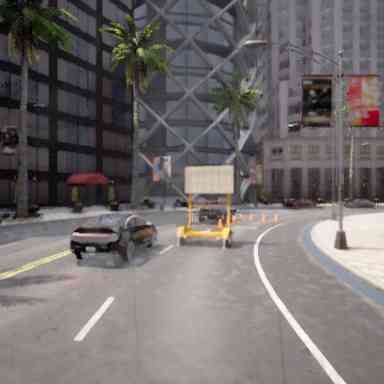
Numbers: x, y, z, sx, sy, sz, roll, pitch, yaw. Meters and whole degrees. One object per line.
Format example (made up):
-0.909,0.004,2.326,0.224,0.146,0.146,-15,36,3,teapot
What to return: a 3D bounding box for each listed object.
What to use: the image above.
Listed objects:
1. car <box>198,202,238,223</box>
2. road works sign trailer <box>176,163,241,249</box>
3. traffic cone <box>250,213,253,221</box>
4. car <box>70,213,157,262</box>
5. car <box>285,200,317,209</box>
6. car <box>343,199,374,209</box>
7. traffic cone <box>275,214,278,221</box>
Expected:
2.155,1.598,26.598,1.837,1.490,4.892,0,0,28,car
0.824,0.517,15.091,2.380,3.560,2.880,0,0,20,road works sign trailer
4.915,2.050,27.435,0.340,0.580,0.340,0,0,20,traffic cone
-2.675,1.533,12.443,2.128,1.511,4.902,0,0,9,car
16.036,1.770,49.107,4.718,1.301,1.895,0,0,-23,car
24.037,1.729,48.018,4.181,1.385,1.994,0,0,-12,car
6.789,2.048,26.735,0.340,0.580,0.340,0,0,20,traffic cone
